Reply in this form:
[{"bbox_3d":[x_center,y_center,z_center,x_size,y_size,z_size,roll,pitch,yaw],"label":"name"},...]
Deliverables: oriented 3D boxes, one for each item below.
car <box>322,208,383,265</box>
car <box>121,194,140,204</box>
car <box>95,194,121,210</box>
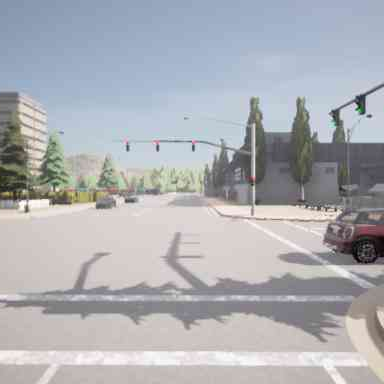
[{"bbox_3d":[6.879,1.312,11.067,4.553,1.767,2.097,0,0,0],"label":"car"},{"bbox_3d":[-10.633,1.399,58.369,1.895,1.301,4.718,0,0,0],"label":"car"},{"bbox_3d":[-10.647,1.360,41.497,1.837,1.490,4.892,0,1,0],"label":"car"}]
